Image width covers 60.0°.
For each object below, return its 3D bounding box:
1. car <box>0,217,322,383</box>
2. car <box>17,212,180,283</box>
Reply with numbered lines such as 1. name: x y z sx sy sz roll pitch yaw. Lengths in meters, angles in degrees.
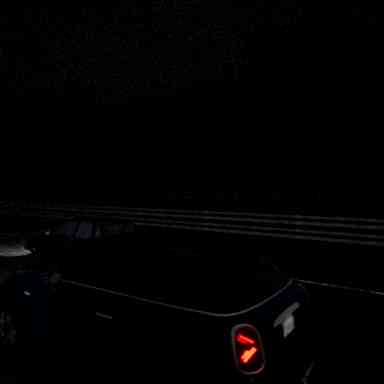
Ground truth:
1. car: -0.766 1.334 4.538 4.553 1.767 2.097 0 0 35
2. car: -3.139 1.501 10.526 5.357 1.411 2.033 0 0 35
